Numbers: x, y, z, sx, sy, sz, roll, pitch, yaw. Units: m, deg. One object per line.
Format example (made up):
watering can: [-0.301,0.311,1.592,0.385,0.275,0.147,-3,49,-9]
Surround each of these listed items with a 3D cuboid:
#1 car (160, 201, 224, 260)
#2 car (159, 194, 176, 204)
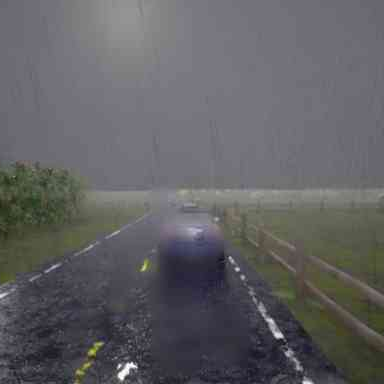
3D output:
car: [-0.003,1.378,12.660,2.097,1.767,4.553,0,0,0]
car: [-3.682,1.310,50.240,2.150,2.045,5.566,0,0,-1]
